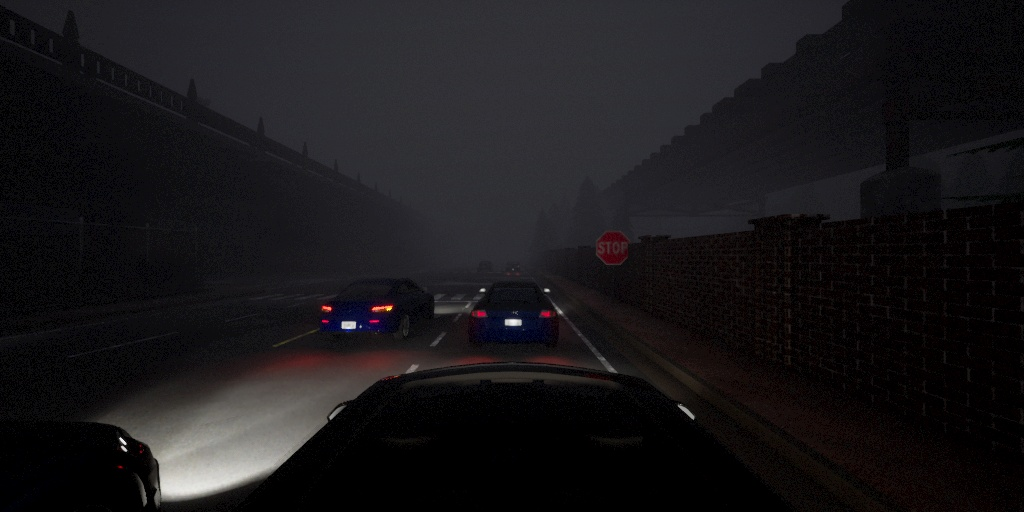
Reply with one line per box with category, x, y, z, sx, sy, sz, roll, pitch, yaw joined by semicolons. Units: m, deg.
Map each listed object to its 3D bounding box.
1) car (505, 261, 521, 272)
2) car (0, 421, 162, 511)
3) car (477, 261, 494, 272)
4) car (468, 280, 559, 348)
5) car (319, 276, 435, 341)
car;0.096;1.351;46.082;1.895;1.301;4.718;0;0;-1
car;-3.398;1.314;0.690;1.994;1.385;4.181;0;0;0
car;-3.399;1.297;45.914;2.033;1.411;5.357;0;0;-1
car;0.069;1.314;9.263;1.994;1.385;4.181;0;0;1
car;-3.413;1.276;9.786;1.812;1.442;4.674;0;0;0
